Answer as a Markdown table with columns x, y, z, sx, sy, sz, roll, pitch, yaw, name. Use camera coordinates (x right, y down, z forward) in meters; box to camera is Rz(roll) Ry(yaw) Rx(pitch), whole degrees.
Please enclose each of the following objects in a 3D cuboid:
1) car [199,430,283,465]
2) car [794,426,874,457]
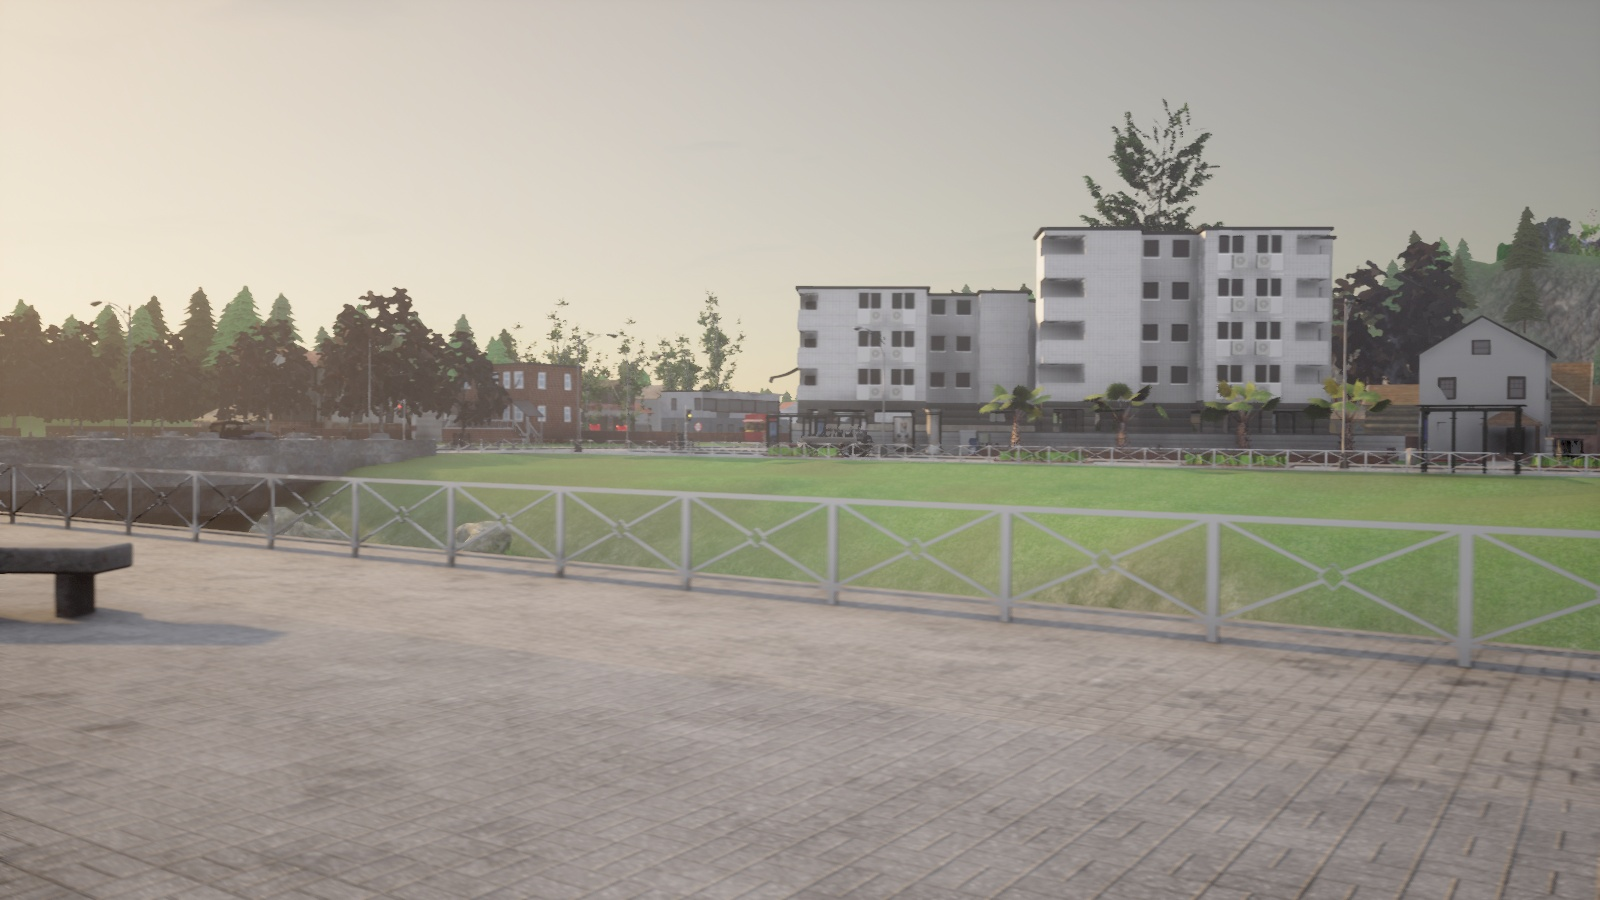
| x | y | z | sx | sy | sz | roll | pitch | yaw | name |
| --- | --- | --- | --- | --- | --- | --- | --- | --- | --- |
| -31.093 | -0.146 | 69.943 | 1.905 | 1.878 | 3.866 | 0 | 1 | 33 | car |
| 2.073 | -0.521 | 76.927 | 4.605 | 1.855 | 1.932 | 0 | 1 | 34 | car |
